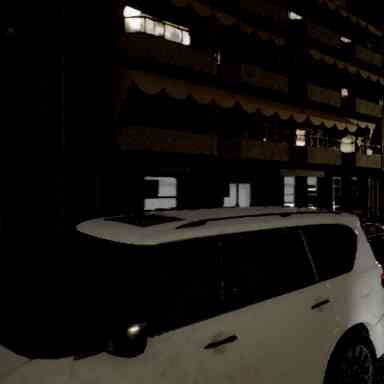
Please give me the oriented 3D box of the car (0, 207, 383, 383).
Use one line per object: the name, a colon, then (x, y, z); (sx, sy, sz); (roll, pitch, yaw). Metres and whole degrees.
car: (-0.306, 1.214, 3.157); (5.566, 2.045, 2.150); (0, 0, -35)
